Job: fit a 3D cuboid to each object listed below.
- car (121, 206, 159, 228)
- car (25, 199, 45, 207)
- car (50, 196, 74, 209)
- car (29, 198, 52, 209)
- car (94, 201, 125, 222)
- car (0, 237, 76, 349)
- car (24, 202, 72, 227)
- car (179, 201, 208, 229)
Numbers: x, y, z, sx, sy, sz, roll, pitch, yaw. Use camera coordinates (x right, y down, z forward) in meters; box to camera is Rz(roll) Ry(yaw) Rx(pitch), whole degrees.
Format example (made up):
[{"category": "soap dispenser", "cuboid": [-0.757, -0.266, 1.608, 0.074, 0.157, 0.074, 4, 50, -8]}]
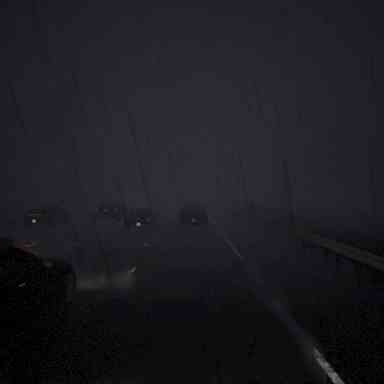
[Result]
[{"category": "car", "cuboid": [-3.397, 1.772, 23.349, 1.895, 1.301, 4.718, 0, 0, 0]}, {"category": "car", "cuboid": [-29.303, 2.049, 62.331, 1.895, 1.301, 4.718, 0, 0, -6]}, {"category": "car", "cuboid": [-21.651, 1.624, 55.520, 2.150, 2.045, 5.566, 0, 0, -4]}, {"category": "car", "cuboid": [-25.171, 1.881, 55.529, 1.882, 1.535, 5.008, 0, 0, -4]}, {"category": "car", "cuboid": [-6.896, 1.563, 28.852, 2.097, 1.767, 4.553, 0, 0, 0]}, {"category": "car", "cuboid": [-3.401, 1.565, 5.246, 1.812, 1.442, 4.674, 0, 0, 0]}, {"category": "car", "cuboid": [-10.397, 1.682, 24.315, 1.837, 1.490, 4.892, 0, 0, 0]}, {"category": "car", "cuboid": [0.103, 1.649, 23.361, 1.882, 1.535, 5.008, 0, 0, 0]}]
